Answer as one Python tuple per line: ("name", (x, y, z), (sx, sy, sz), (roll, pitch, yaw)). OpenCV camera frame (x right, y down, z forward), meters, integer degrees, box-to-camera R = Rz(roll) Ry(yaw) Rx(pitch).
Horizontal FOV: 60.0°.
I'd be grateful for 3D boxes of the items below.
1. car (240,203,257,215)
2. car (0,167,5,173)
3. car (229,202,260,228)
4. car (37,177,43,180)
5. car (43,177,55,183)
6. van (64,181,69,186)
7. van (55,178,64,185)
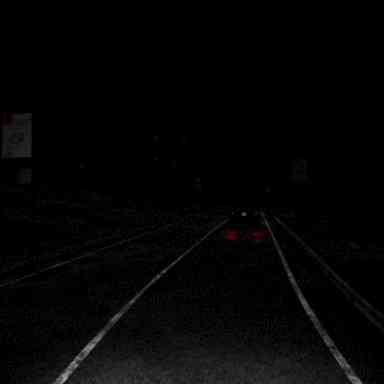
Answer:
("car", (7.124, 2.126, 41.605), (1.994, 1.385, 4.181), (0, -1, 11))
("car", (-24.514, -2.845, 39.373), (2.435, 2.045, 5.566), (0, -3, 0))
("car", (3.866, 1.579, 24.262), (2.097, 1.767, 4.553), (0, -1, 11))
("car", (-24.936, -1.995, 50.382), (2.002, 1.452, 4.674), (0, -3, -3))
("car", (-25.305, -1.682, 55.904), (2.002, 1.452, 4.674), (0, -3, -4))
("van", (-26.356, -1.250, 67.058), (1.878, 1.987, 4.442), (0, -4, -6))
("van", (-25.766, -1.606, 61.562), (1.878, 1.987, 4.442), (0, -3, -5))
